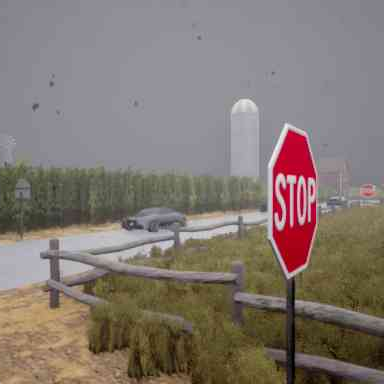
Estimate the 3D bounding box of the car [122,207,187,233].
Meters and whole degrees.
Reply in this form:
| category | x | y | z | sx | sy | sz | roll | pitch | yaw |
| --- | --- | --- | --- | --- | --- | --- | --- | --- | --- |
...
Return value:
| category | x | y | z | sx | sy | sz | roll | pitch | yaw |
| --- | --- | --- | --- | --- | --- | --- | --- | --- | --- |
| car | -2.112 | 1.564 | 19.609 | 1.994 | 1.385 | 4.181 | 0 | 0 | 36 |

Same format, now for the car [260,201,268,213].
| category | x | y | z | sx | sy | sz | roll | pitch | yaw |
| --- | --- | --- | --- | --- | --- | --- | --- | --- | --- |
| car | 8.781 | 1.412 | 34.694 | 1.882 | 1.535 | 5.008 | 0 | 0 | 36 |

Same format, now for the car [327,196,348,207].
| category | x | y | z | sx | sy | sz | roll | pitch | yaw |
| --- | --- | --- | --- | --- | --- | --- | --- | --- | --- |
| car | 19.031 | 1.305 | 43.542 | 1.837 | 1.490 | 4.892 | 0 | 0 | 36 |
